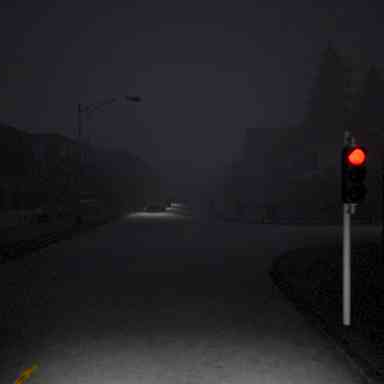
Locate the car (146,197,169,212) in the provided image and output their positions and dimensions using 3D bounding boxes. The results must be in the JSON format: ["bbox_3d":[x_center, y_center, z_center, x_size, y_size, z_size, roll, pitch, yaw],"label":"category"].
[{"bbox_3d":[-4.101,1.459,38.600,1.882,1.535,5.008,0,0,0],"label":"car"}]

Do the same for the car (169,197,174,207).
[{"bbox_3d":[-4.100,1.481,48.570,1.837,1.490,4.892,0,0,0],"label":"car"}]

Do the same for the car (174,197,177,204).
[{"bbox_3d":[-4.043,1.570,64.962,1.895,1.301,4.718,0,0,0],"label":"car"}]
